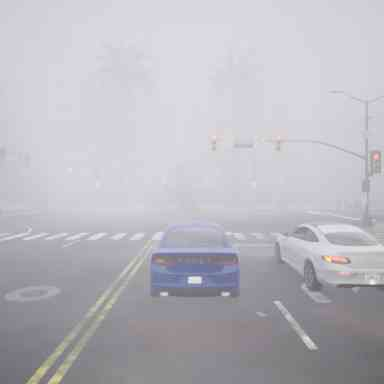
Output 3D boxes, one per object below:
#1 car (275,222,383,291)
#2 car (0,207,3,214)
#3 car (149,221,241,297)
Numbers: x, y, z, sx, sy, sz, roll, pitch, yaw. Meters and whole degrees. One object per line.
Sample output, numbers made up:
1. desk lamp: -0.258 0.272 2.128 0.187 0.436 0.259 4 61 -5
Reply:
1. car: 3.566 1.526 8.878 1.812 1.442 4.674 0 0 0
2. car: -19.968 1.601 30.348 4.718 1.301 1.895 0 0 -1
3. car: 0.065 1.478 8.628 1.882 1.535 5.008 0 0 0
